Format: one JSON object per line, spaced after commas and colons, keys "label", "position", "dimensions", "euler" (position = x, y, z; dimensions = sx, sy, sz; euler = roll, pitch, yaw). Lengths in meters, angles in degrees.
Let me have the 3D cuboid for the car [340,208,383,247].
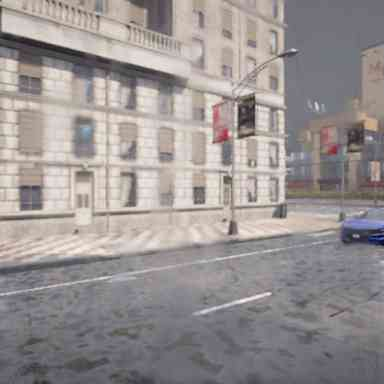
{"label": "car", "position": [8.392, 1.432, 14.418], "dimensions": [5.008, 1.535, 1.882], "euler": [0, 0, -36]}
